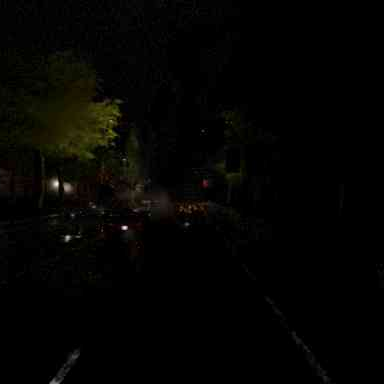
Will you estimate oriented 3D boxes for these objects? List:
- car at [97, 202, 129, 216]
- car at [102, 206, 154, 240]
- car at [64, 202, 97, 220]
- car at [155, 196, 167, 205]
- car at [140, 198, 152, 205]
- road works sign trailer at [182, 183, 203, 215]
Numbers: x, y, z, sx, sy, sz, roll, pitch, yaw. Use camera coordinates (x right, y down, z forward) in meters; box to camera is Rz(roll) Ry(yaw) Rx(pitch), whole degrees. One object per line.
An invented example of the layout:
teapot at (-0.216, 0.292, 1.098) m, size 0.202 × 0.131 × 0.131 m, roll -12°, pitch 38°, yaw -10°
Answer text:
car at (-6.595, 1.692, 29.470) m, size 1.837 × 1.490 × 4.892 m, roll 0°, pitch 0°, yaw 0°
car at (-3.148, 1.664, 17.577) m, size 1.994 × 1.385 × 4.181 m, roll 0°, pitch 0°, yaw 0°
car at (-9.845, 1.682, 29.886) m, size 2.128 × 1.511 × 4.902 m, roll 0°, pitch 0°, yaw 0°
car at (-6.492, 1.780, 70.606) m, size 2.150 × 2.045 × 5.566 m, roll 0°, pitch -1°, yaw 0°
car at (-9.742, 2.079, 70.633) m, size 1.812 × 1.442 × 4.674 m, roll 0°, pitch -1°, yaw 0°
road works sign trailer at (0.005, 0.722, 38.248) m, size 2.380 × 3.560 × 2.880 m, roll 0°, pitch 0°, yaw 0°
